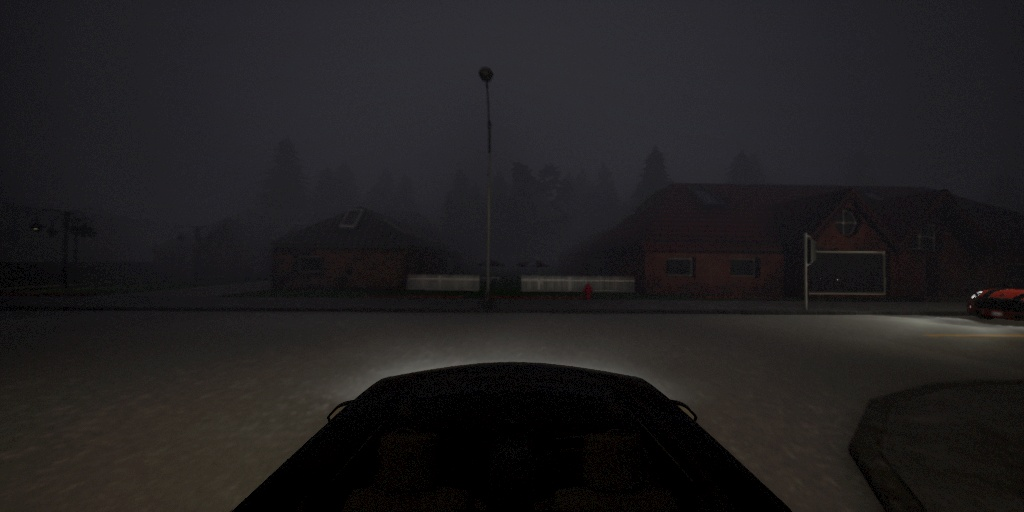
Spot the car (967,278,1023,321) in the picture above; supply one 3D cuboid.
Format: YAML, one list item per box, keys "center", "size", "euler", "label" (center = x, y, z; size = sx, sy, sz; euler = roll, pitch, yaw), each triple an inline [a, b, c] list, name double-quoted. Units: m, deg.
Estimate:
- center: [18.891, 1.425, 12.381]
  size: [4.553, 1.767, 2.097]
  euler: [1, -1, -2]
  label: "car"
